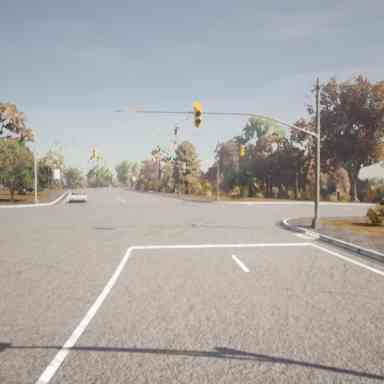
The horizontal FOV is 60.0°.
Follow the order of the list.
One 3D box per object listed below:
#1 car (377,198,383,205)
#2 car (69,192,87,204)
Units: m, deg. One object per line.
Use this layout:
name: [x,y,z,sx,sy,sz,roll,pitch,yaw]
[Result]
car: [25.198,1.100,40.984,5.008,1.535,1.882,2,1,-16]
car: [-12.985,0.623,38.041,1.895,1.301,4.718,-1,2,-17]
